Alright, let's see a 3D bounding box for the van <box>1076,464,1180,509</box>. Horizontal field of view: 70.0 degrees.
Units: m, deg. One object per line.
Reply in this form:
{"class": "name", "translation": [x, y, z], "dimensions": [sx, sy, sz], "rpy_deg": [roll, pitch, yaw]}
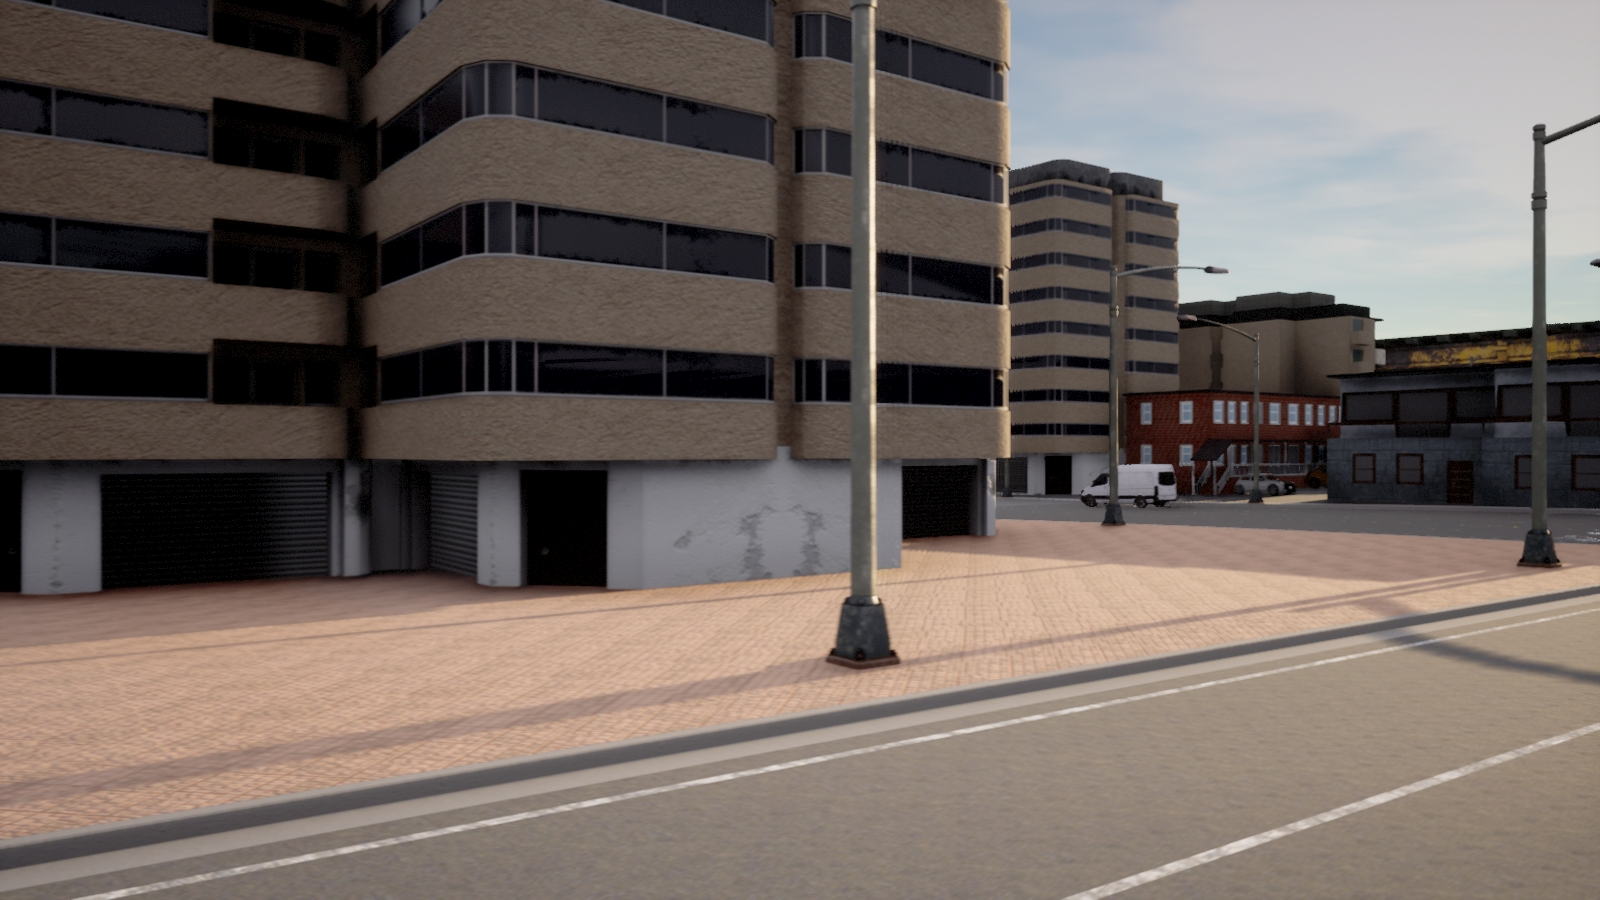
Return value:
{"class": "van", "translation": [19.577, 2.168, 68.483], "dimensions": [1.988, 2.561, 5.915], "rpy_deg": [0, -1, -37]}
